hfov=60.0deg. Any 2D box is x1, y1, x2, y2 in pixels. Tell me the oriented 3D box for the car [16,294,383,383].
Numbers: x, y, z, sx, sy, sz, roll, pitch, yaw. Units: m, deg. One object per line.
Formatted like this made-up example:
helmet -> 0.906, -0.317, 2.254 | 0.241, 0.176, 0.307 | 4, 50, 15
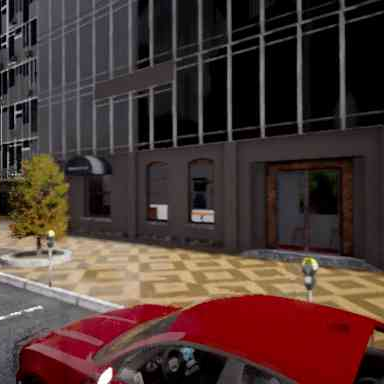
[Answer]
car -> 0.371, 1.550, 2.608 | 4.507, 1.381, 1.887 | 0, 0, 35
